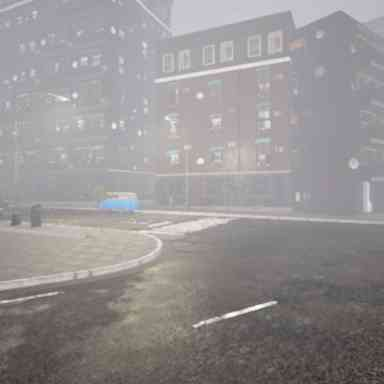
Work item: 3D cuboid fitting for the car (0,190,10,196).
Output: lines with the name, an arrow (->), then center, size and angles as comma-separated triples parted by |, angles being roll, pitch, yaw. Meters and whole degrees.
car -> -21.960, 0.622, 36.096 | 5.009, 1.841, 2.192 | 1, 0, 25

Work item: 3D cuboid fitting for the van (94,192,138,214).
van -> -6.633, 0.911, 28.989 | 3.998, 1.788, 1.690 | 1, 0, 25

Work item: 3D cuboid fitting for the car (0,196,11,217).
car -> -15.365, 1.120, 23.797 | 4.206, 1.307, 1.802 | 1, 0, 25
